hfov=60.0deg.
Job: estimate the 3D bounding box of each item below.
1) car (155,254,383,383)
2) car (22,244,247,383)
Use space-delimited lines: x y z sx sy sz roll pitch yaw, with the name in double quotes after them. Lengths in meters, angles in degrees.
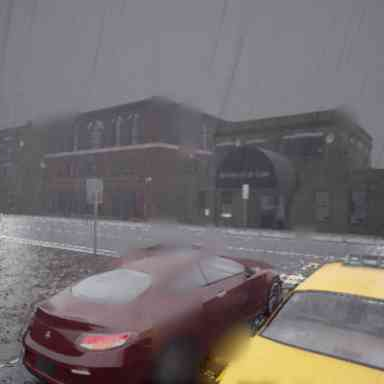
2.122 1.481 3.861 1.946 1.575 5.366 -1 0 35 "car"
-0.144 1.552 5.231 2.002 1.452 4.674 -1 0 36 "car"
